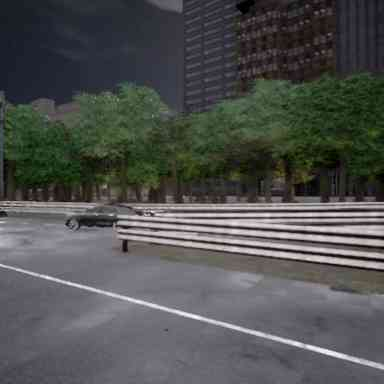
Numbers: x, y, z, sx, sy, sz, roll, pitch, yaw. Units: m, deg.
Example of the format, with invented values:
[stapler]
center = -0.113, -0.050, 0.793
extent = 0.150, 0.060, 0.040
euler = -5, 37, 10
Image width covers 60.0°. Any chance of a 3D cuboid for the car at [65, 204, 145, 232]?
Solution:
[car]
center = -5.221, 1.488, 19.860
extent = 4.892, 1.490, 1.837
euler = 0, 0, 16
